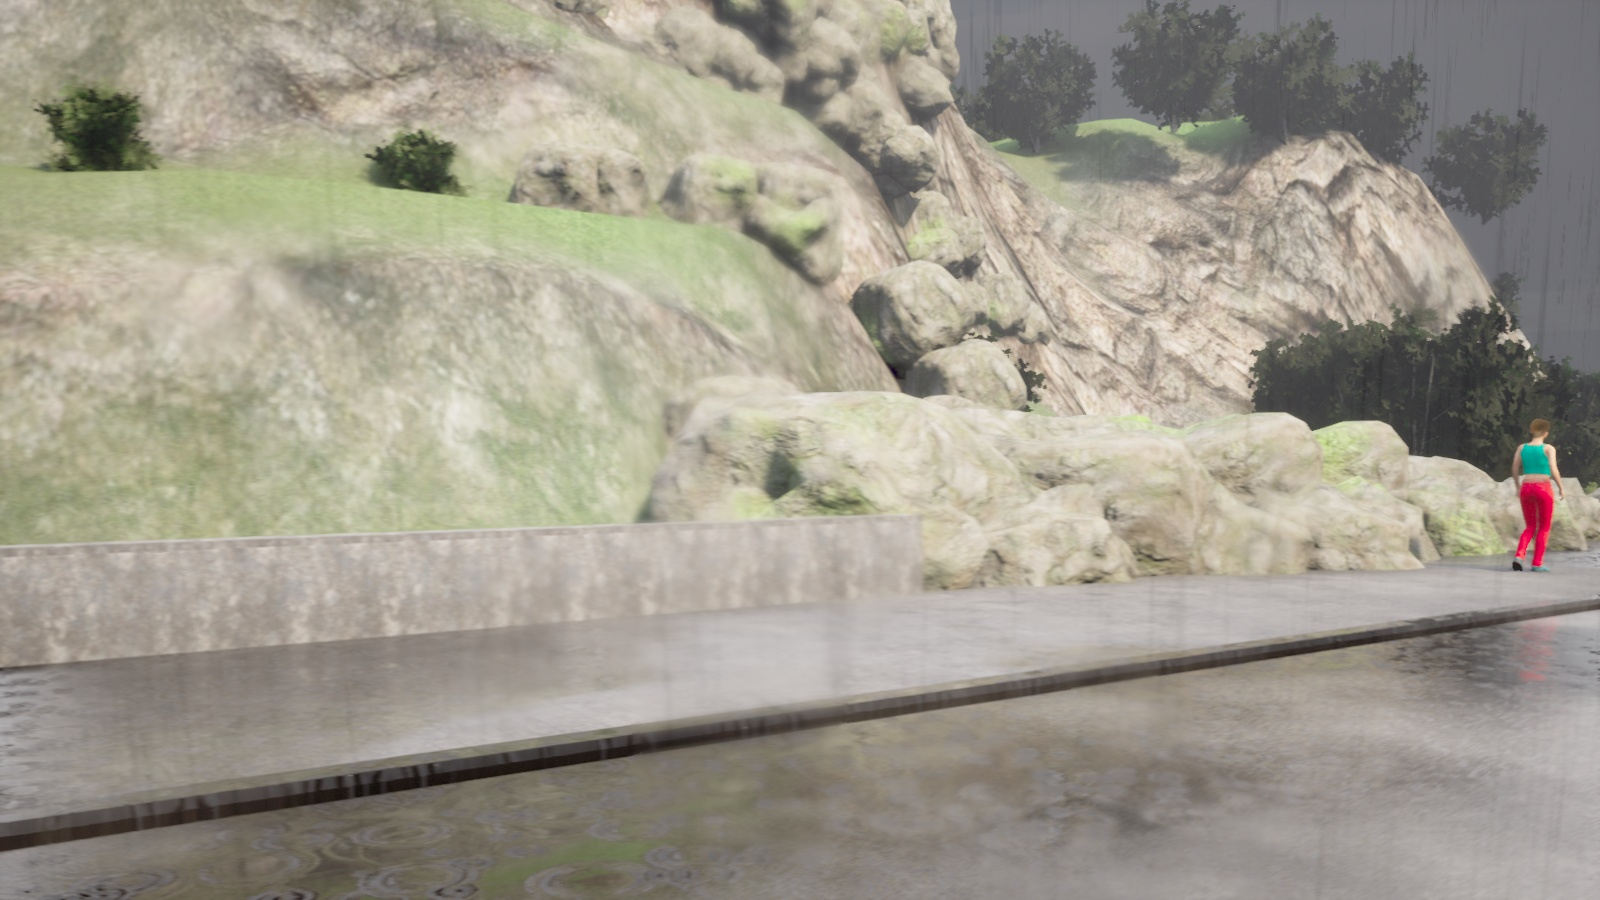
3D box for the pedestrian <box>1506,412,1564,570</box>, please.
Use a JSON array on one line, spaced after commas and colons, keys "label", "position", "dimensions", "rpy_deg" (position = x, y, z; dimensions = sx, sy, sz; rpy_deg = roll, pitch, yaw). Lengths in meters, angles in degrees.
[{"label": "pedestrian", "position": [8.687, 0.473, 14.842], "dimensions": [0.594, 1.836, 0.345], "rpy_deg": [0, 0, -32]}]
